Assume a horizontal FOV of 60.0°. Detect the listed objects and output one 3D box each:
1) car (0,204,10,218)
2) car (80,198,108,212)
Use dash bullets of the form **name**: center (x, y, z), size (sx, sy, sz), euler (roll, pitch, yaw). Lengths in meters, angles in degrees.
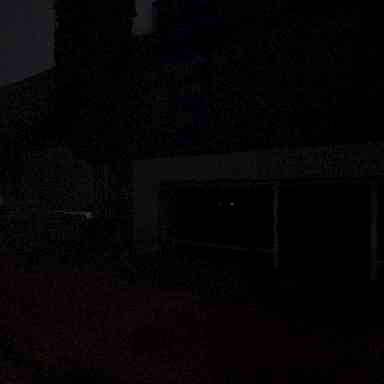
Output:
- **car**: center (-18.205, 1.478, 28.108), size (1.882, 1.535, 5.008), euler (0, 0, 36)
- **car**: center (-10.627, 1.505, 38.629), size (1.837, 1.490, 4.892), euler (0, 0, 36)
